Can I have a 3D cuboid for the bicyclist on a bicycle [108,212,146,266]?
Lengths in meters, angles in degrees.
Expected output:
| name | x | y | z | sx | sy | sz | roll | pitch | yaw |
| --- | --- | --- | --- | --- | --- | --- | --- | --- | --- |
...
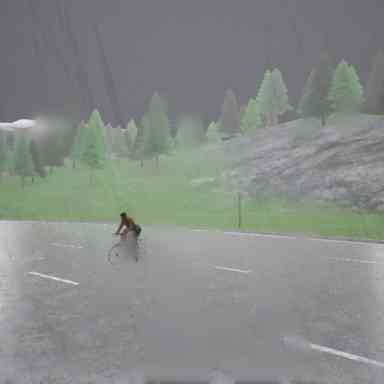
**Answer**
| name | x | y | z | sx | sy | sz | roll | pitch | yaw |
| --- | --- | --- | --- | --- | --- | --- | --- | --- | --- |
| bicyclist on a bicycle | -2.045 | 1.455 | 10.615 | 0.582 | 1.620 | 1.656 | 0 | 2 | 35 |
